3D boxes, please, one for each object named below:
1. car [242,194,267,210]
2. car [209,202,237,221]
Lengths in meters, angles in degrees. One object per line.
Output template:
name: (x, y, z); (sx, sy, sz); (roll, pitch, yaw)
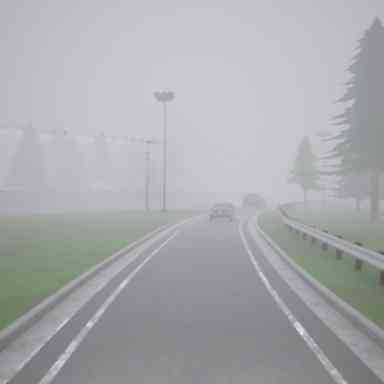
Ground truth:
car: (8.183, 1.215, 43.315); (2.150, 2.045, 5.566); (0, 0, 25)
car: (2.621, 1.541, 27.243); (2.033, 1.411, 5.357); (0, 0, 13)
